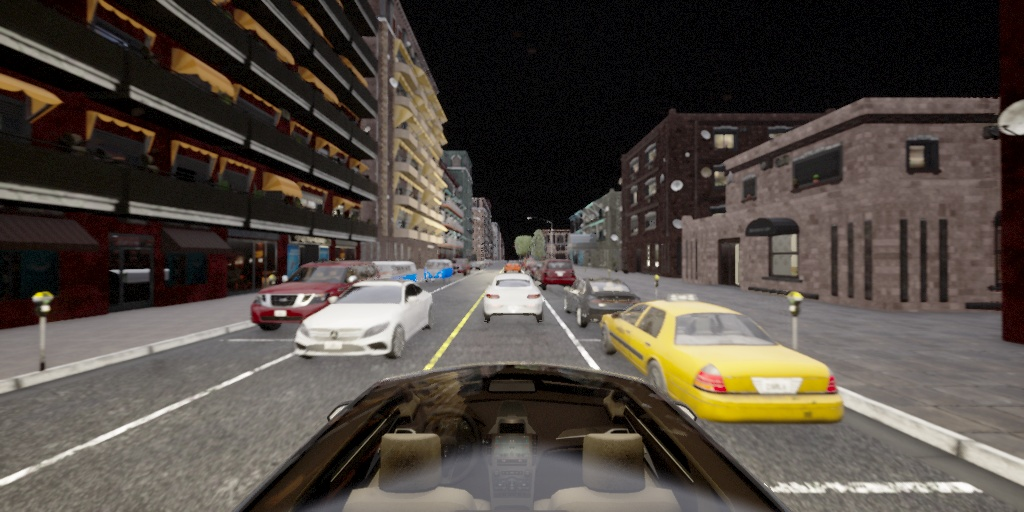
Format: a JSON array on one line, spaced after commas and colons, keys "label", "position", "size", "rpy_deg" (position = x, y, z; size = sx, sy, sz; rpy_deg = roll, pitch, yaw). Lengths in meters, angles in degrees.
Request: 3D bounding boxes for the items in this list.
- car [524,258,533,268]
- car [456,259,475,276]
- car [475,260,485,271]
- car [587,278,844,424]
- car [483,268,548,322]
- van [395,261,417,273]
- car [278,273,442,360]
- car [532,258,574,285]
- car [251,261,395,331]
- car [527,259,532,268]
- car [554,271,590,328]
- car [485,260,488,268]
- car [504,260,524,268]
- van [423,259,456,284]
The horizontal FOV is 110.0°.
[{"label": "car", "position": [2.683, 1.379, 50.098], "size": [1.967, 1.591, 4.097], "rpy_deg": [0, 0, 0]}, {"label": "car", "position": [-5.696, 1.205, 39.018], "size": [2.192, 1.841, 5.009], "rpy_deg": [0, 0, 0]}, {"label": "car", "position": [-5.698, 1.529, 55.637], "size": [1.948, 1.339, 4.313], "rpy_deg": [0, 0, 0]}, {"label": "car", "position": [2.690, 1.289, 5.954], "size": [1.751, 1.417, 4.829], "rpy_deg": [0, 0, 0]}, {"label": "car", "position": [0.026, 1.311, 12.423], "size": [1.812, 1.442, 4.674], "rpy_deg": [0, 0, 0]}, {"label": "van", "position": [-5.692, 1.142, 16.862], "size": [1.690, 1.789, 3.998], "rpy_deg": [0, 0, 0]}, {"label": "car", "position": [-3.101, 1.298, 8.547], "size": [1.812, 1.442, 4.674], "rpy_deg": [0, 0, 0]}, {"label": "car", "position": [2.688, 1.137, 22.401], "size": [2.192, 1.841, 5.009], "rpy_deg": [0, 0, 0]}, {"label": "car", "position": [-5.692, 1.096, 11.322], "size": [2.192, 1.841, 5.009], "rpy_deg": [0, 0, 0]}, {"label": "car", "position": [2.686, 1.307, 33.480], "size": [1.967, 1.591, 4.097], "rpy_deg": [0, 0, 0]}, {"label": "car", "position": [2.689, 1.332, 11.323], "size": [2.007, 1.370, 4.403], "rpy_deg": [0, 0, 0]}, {"label": "car", "position": [-5.699, 1.540, 61.174], "size": [2.007, 1.370, 4.403], "rpy_deg": [0, 0, 0]}, {"label": "car", "position": [0.093, 1.278, 46.715], "size": [2.097, 1.767, 4.553], "rpy_deg": [0, 0, 0]}, {"label": "van", "position": [-5.694, 1.184, 27.939], "size": [1.690, 1.789, 3.998], "rpy_deg": [0, 0, 0]}]
